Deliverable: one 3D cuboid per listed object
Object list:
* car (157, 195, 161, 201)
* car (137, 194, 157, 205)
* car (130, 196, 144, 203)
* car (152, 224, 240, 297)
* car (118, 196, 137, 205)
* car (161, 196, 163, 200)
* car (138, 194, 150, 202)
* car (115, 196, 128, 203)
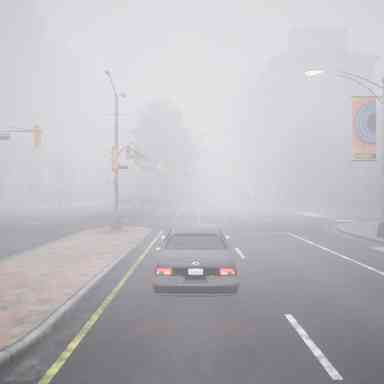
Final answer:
[{"bbox_3d":[-7.928,1.526,67.449,1.812,1.442,4.674,0,0,1],"label":"car"},{"bbox_3d":[-7.994,1.564,58.932,1.994,1.385,4.181,0,0,1],"label":"car"},{"bbox_3d":[-11.407,1.525,69.537,2.128,1.511,4.902,0,0,0],"label":"car"},{"bbox_3d":[0.086,1.547,8.771,2.033,1.411,5.357,0,0,0],"label":"car"},{"bbox_3d":[-11.489,1.491,59.616,2.128,1.511,4.902,0,0,0],"label":"car"},{"bbox_3d":[-7.896,1.500,77.779,1.837,1.490,4.892,0,0,0],"label":"car"},{"bbox_3d":[-11.394,1.355,79.549,2.097,1.767,4.553,0,0,0],"label":"car"},{"bbox_3d":[-14.657,1.595,69.419,1.895,1.301,4.718,0,0,0],"label":"car"}]
